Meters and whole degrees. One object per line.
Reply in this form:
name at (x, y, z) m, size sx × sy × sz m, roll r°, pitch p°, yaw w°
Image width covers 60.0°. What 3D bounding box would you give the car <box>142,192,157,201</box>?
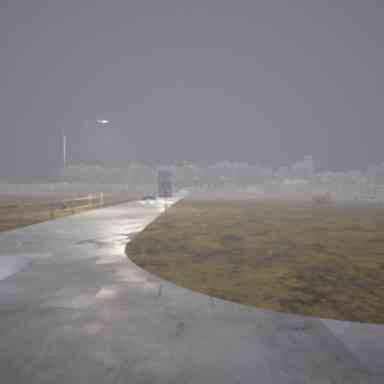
car at (-6.669, 0.673, 52.863) m, size 1.994 × 1.385 × 4.181 m, roll -1°, pitch 0°, yaw 1°
